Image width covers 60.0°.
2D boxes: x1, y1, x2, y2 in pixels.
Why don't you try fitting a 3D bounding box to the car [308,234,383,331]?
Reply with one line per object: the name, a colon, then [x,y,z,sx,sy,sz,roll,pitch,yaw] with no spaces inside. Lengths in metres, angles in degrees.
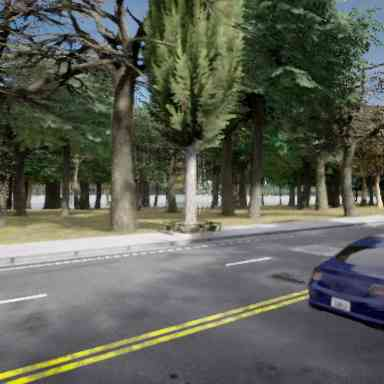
car: [4.132,1.544,6.388,4.674,1.442,1.812,0,0,-35]
